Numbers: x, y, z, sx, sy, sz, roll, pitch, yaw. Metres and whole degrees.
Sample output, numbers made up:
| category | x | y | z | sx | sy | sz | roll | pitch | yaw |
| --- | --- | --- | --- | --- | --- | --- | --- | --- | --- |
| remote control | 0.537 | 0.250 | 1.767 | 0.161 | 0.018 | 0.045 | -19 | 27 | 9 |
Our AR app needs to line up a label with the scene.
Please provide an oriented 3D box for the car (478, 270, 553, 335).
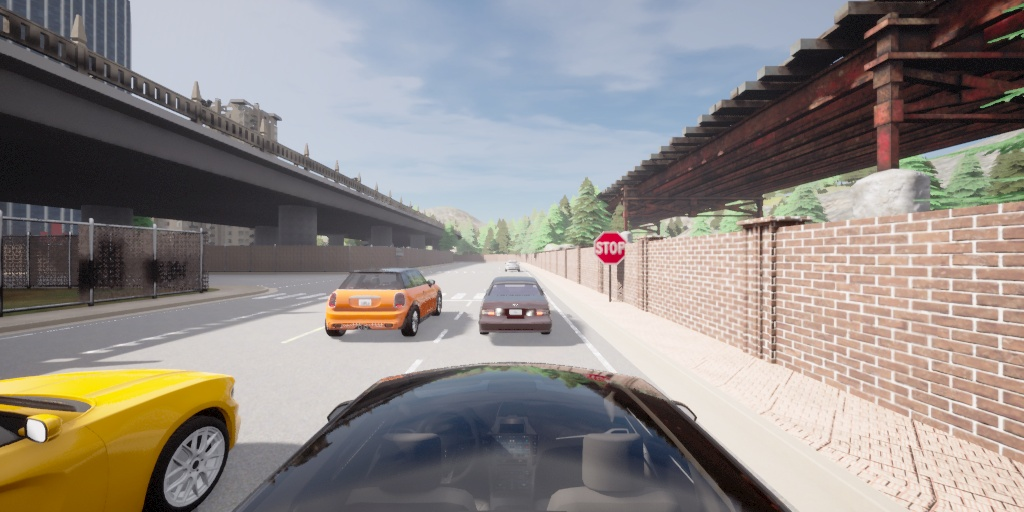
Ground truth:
| category | x | y | z | sx | sy | sz | roll | pitch | yaw |
| --- | --- | --- | --- | --- | --- | --- | --- | --- | --- |
| car | 0.077 | 1.297 | 10.494 | 2.033 | 1.411 | 5.357 | 0 | 0 | 0 |

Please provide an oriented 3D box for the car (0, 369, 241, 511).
| category | x | y | z | sx | sy | sz | roll | pitch | yaw |
| --- | --- | --- | --- | --- | --- | --- | --- | --- | --- |
| car | -3.398 | 1.228 | 1.213 | 1.882 | 1.535 | 5.008 | 0 | 0 | 0 |

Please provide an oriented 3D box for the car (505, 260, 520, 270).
| category | x | y | z | sx | sy | sz | roll | pitch | yaw |
| --- | --- | --- | --- | --- | --- | --- | --- | --- | --- |
| car | 0.059 | 1.276 | 46.357 | 1.812 | 1.442 | 4.674 | 0 | 0 | -1 |

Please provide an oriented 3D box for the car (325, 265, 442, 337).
| category | x | y | z | sx | sy | sz | roll | pitch | yaw |
| --- | --- | --- | --- | --- | --- | --- | --- | --- | --- |
| car | -3.425 | 1.102 | 10.471 | 2.097 | 1.767 | 4.553 | 0 | 0 | 0 |
